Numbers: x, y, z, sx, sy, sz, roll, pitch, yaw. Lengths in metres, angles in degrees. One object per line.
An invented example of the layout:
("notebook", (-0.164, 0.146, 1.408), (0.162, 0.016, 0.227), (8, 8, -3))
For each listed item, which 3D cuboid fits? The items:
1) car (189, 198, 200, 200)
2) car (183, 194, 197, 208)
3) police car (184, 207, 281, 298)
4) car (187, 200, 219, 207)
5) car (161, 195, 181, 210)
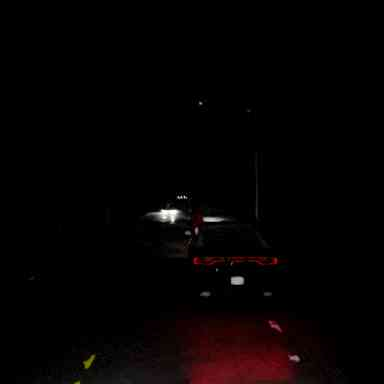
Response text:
("car", (0.843, 1.446, 24.546), (1.837, 1.490, 4.892), (0, 0, 0))
("car", (0.046, 1.363, 45.716), (1.882, 1.535, 5.008), (0, 0, 1))
("police car", (0.831, 1.404, 8.651), (1.930, 1.638, 5.238), (0, 0, 0))
("car", (0.839, 1.433, 18.545), (1.882, 1.535, 5.008), (0, 0, 0))
("car", (-2.810, 1.389, 41.877), (2.128, 1.511, 4.902), (0, 0, 0))
